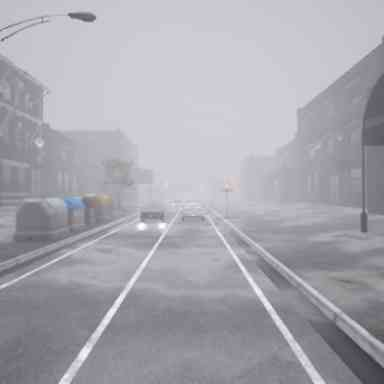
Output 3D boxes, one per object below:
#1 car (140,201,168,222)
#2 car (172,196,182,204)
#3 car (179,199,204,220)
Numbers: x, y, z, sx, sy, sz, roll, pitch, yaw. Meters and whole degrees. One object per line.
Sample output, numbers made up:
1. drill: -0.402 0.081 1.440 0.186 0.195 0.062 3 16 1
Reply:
1. car: -3.093 1.538 27.537 1.882 1.535 5.008 0 0 0
2. car: -3.010 1.657 68.417 1.812 1.442 4.674 0 0 0
3. car: 0.084 1.590 28.551 1.812 1.442 4.674 0 0 0
